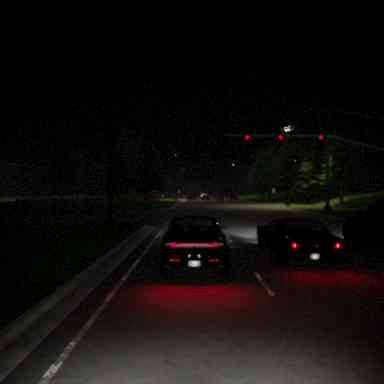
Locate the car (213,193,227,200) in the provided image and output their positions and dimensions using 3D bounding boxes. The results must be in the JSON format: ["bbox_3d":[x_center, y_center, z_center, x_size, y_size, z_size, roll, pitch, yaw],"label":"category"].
[{"bbox_3d":[6.988,1.364,84.122,2.033,1.411,5.357,0,0,0],"label":"car"}]

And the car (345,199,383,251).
[{"bbox_3d":[7.070,1.195,10.948,2.150,2.045,5.566,0,0,1],"label":"car"}]

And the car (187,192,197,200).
[{"bbox_3d":[-0.012,1.050,84.151,2.150,2.045,5.566,0,0,0],"label":"car"}]

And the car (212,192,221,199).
[{"bbox_3d":[6.986,1.000,94.512,2.097,1.767,4.553,0,0,0],"label":"car"}]

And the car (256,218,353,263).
[{"bbox_3d":[3.577,1.577,11.854,1.895,1.301,4.718,0,0,0],"label":"car"}]

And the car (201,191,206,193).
[{"bbox_3d":[3.486,0.870,94.571,2.150,2.045,5.566,0,0,0],"label":"car"}]

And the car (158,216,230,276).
[{"bbox_3d":[0.069,1.471,10.262,2.128,1.511,4.902,0,0,0],"label":"car"}]

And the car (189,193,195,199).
[{"bbox_3d":[-0.014,1.123,94.541,1.882,1.535,5.008,0,0,0],"label":"car"}]

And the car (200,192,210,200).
[{"bbox_3d":[3.488,1.377,84.539,1.994,1.385,4.181,0,0,0],"label":"car"}]

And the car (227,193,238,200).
[{"bbox_3d":[10.488,1.349,84.539,1.812,1.442,4.674,0,0,0],"label":"car"}]

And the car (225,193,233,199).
[{"bbox_3d":[10.486,1.145,94.542,1.837,1.490,4.892,0,0,0],"label":"car"}]
